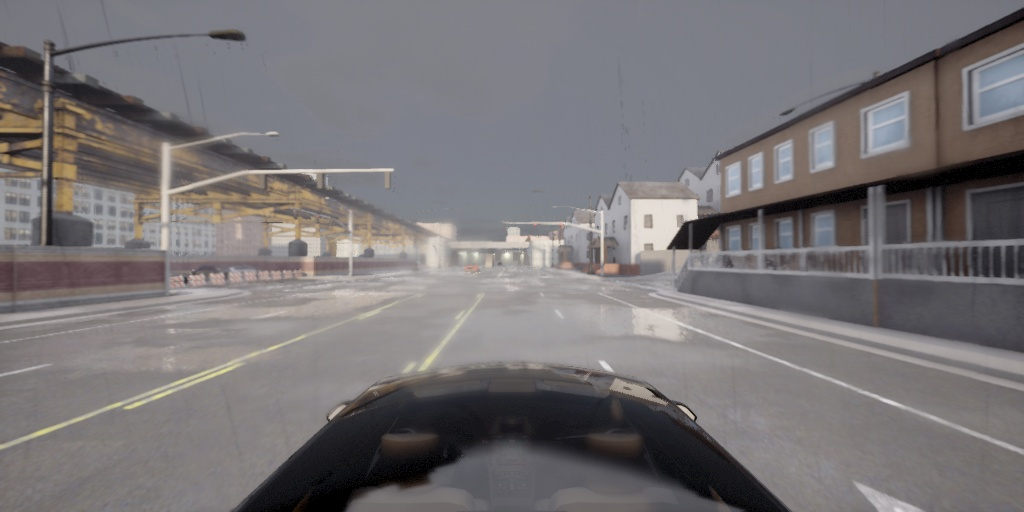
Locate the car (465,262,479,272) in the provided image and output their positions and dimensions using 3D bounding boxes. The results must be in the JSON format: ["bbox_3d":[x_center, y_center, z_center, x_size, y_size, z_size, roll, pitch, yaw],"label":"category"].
[{"bbox_3d":[-7.019,1.901,63.150,2.097,1.767,4.553,0,-1,0],"label":"car"}]
